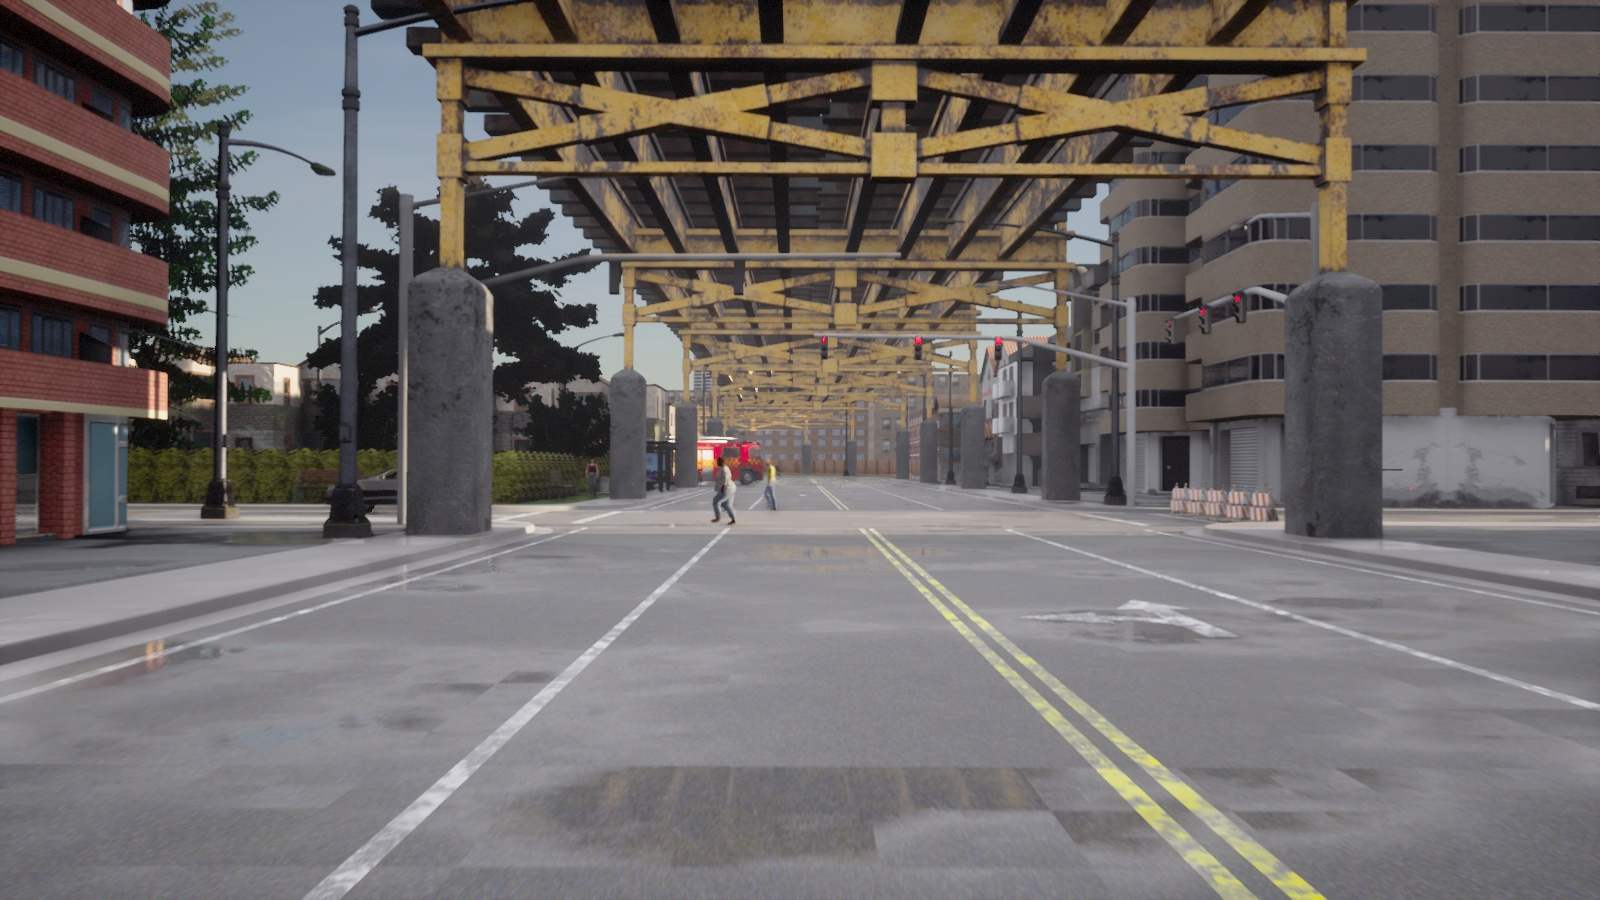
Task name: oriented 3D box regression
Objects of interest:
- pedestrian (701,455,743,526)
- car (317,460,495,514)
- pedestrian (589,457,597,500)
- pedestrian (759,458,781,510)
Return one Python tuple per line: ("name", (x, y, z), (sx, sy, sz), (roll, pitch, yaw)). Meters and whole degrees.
("pedestrian", (-2.071, 1.067, 33.362), (0.900, 1.855, 0.874), (0, -1, 12))
("car", (-12.519, 1.171, 40.125), (5.027, 1.651, 2.152), (0, -1, 0))
("pedestrian", (-8.884, 1.214, 53.852), (0.345, 1.836, 0.594), (0, -1, -8))
("pedestrian", (-1.044, 1.191, 44.037), (0.706, 1.836, 0.354), (0, -1, 6))
